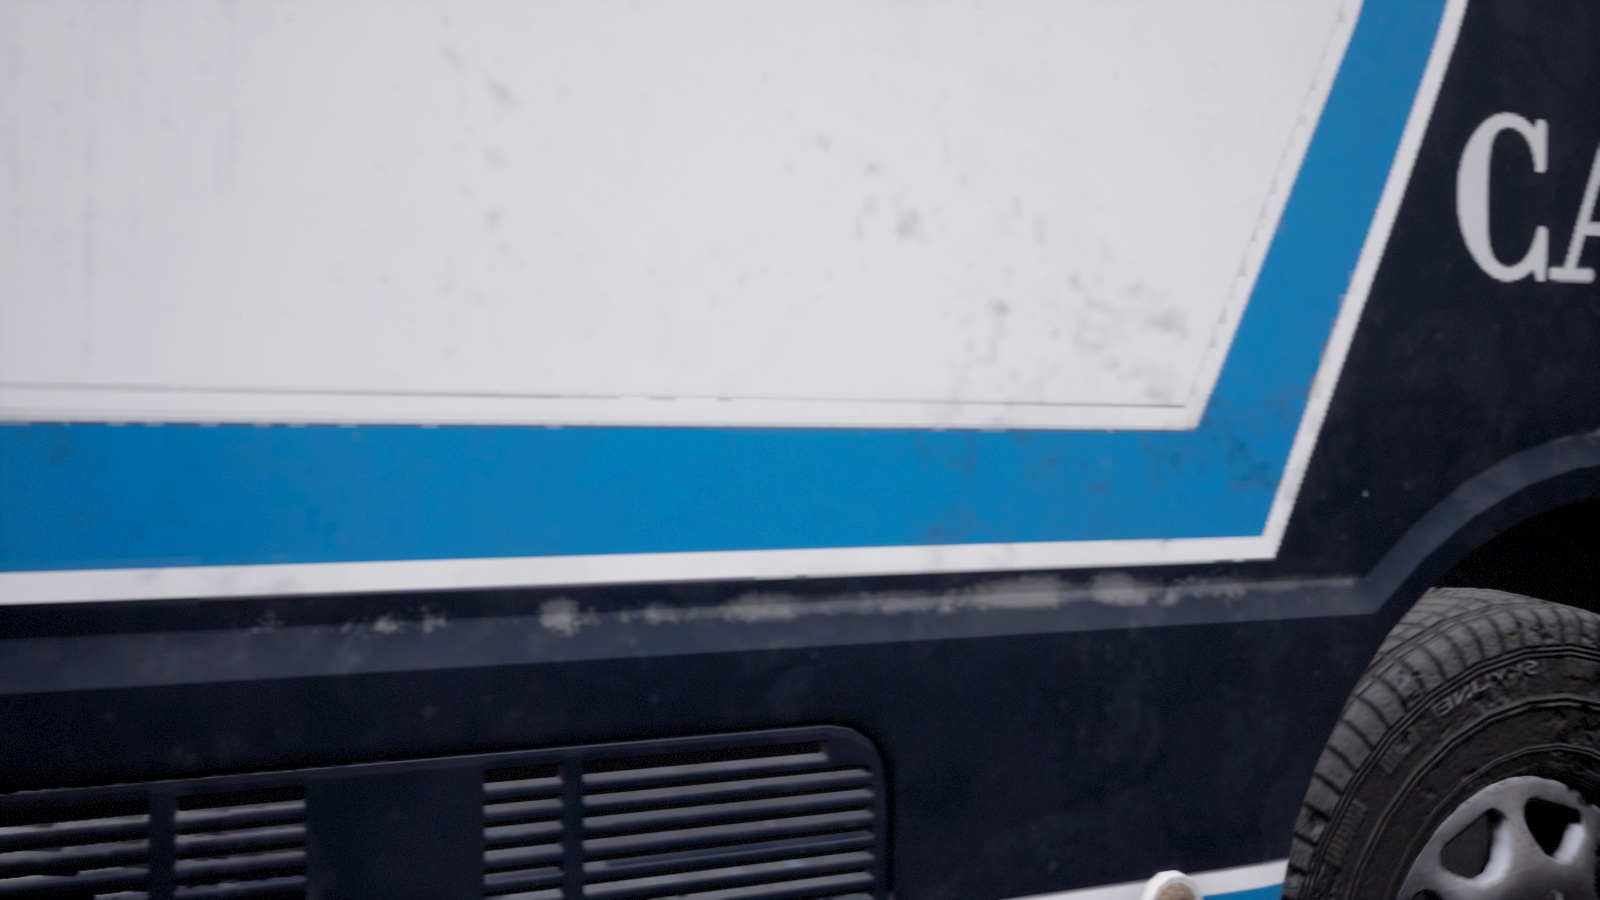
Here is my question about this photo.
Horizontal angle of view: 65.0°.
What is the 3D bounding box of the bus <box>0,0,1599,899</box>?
[{"bbox_3d":[-1.712,-0.602,2.573,10.273,4.253,3.944,-1,1,-21],"label":"bus"}]
